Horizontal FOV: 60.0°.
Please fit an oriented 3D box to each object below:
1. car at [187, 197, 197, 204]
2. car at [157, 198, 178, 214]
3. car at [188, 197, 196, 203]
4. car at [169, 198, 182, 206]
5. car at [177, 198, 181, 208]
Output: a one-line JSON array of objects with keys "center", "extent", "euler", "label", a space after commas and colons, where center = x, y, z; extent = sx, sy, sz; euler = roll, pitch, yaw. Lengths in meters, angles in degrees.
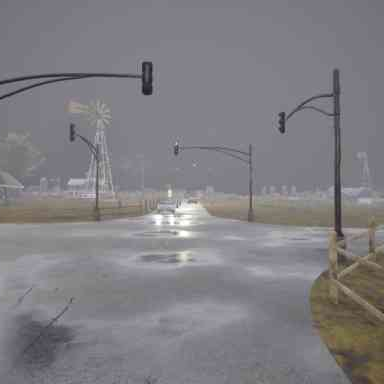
[{"center": [0.054, 1.789, 69.151], "extent": [1.812, 1.442, 4.674], "euler": [0, 0, 0], "label": "car"}, {"center": [-2.865, 1.688, 37.470], "extent": [1.895, 1.301, 4.718], "euler": [0, 0, 0], "label": "car"}, {"center": [-0.043, 1.861, 79.163], "extent": [1.812, 1.442, 4.674], "euler": [0, 0, 0], "label": "car"}, {"center": [-2.845, 1.746, 59.146], "extent": [2.033, 1.411, 5.357], "euler": [0, 0, 0], "label": "car"}, {"center": [-2.861, 1.644, 48.526], "extent": [1.837, 1.490, 4.892], "euler": [0, 0, 0], "label": "car"}]
